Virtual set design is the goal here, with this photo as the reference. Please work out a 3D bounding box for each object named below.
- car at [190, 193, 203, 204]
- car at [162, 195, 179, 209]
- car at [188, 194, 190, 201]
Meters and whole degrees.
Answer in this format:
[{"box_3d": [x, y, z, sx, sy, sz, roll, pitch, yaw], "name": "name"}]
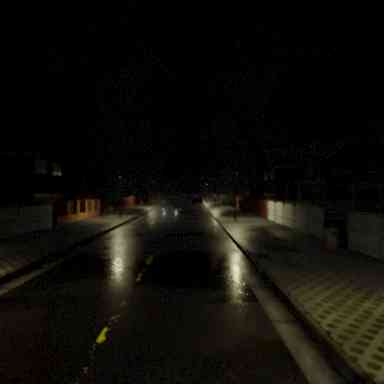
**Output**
[{"box_3d": [0.954, 1.354, 60.436, 1.882, 1.535, 5.008, 0, 0, 0], "name": "car"}, {"box_3d": [-2.841, 1.270, 44.494, 2.097, 1.767, 4.553, 0, 0, 0], "name": "car"}, {"box_3d": [-0.011, 1.236, 78.485, 1.882, 1.535, 5.008, 0, 0, 0], "name": "car"}]
